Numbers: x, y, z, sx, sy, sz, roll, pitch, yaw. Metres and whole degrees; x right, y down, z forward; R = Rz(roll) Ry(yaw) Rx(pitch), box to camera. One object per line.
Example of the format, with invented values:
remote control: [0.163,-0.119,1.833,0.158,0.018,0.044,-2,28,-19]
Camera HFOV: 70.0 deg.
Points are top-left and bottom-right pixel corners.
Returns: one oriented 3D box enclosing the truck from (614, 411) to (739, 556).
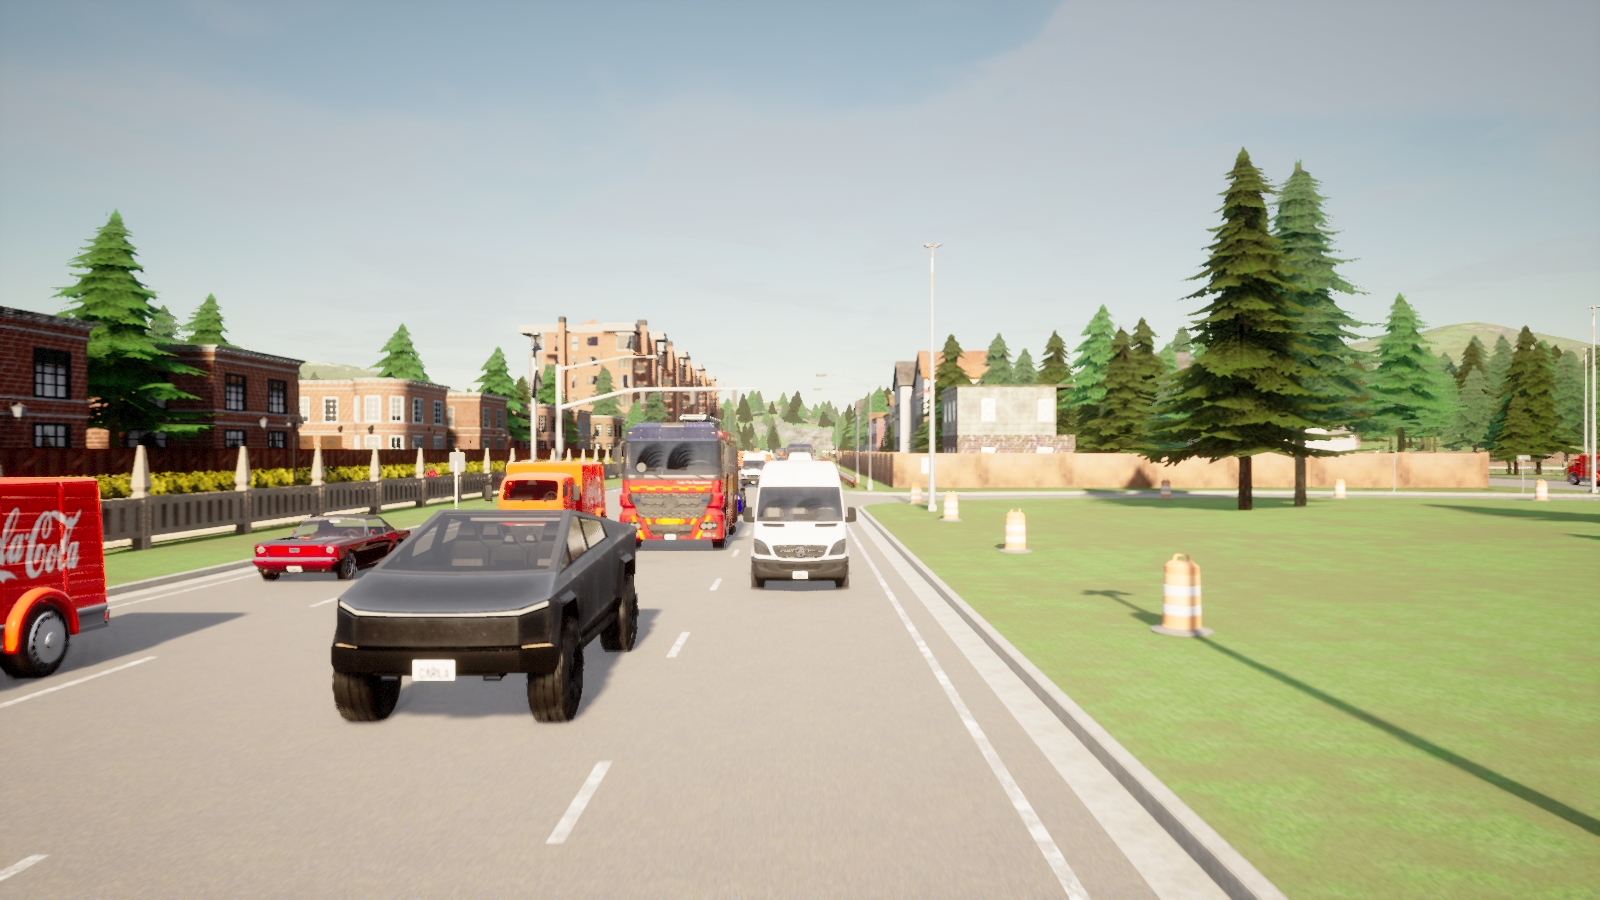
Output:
truck: [-3.497,0.890,34.584,2.891,3.827,8.468,0,0,0]

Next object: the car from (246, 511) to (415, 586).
car: [-10.499,2.155,25.982,1.895,1.301,4.718,0,0,0]

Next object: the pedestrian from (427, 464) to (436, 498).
pedestrian: [-20.116,1.701,62.402,0.375,1.860,0.375,0,0,0]

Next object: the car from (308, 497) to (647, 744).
car: [-3.499,1.753,14.028,2.390,2.098,6.274,0,0,0]

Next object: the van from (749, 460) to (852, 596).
van: [0.005,1.534,24.938,1.988,2.561,5.915,0,0,0]

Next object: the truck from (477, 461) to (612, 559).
truck: [-7.000,1.568,32.041,2.627,2.467,5.204,0,0,0]

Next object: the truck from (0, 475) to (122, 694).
truck: [-10.499,1.568,12.869,2.627,2.467,5.204,0,0,0]
